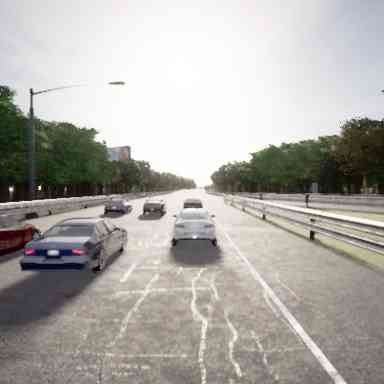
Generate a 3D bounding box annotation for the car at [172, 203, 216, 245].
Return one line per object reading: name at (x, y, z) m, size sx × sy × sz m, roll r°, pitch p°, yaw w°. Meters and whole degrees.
car at (0.098, 1.472, 15.238) m, size 1.812 × 1.442 × 4.674 m, roll 0°, pitch 0°, yaw 0°

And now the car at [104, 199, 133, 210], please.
car at (-6.905, 1.346, 31.485) m, size 1.994 × 1.385 × 4.181 m, roll 0°, pitch 1°, yaw 0°

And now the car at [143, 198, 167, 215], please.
car at (-3.406, 1.279, 30.938) m, size 2.128 × 1.511 × 4.902 m, roll 0°, pitch 1°, yaw 0°

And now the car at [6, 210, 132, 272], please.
car at (-3.404, 1.523, 10.673) m, size 2.033 × 1.411 × 5.357 m, roll 0°, pitch 0°, yaw 0°

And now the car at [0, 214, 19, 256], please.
car at (-6.901, 1.451, 11.128) m, size 1.882 × 1.535 × 5.008 m, roll 0°, pitch 0°, yaw 0°

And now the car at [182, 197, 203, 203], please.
car at (0.094, 1.249, 32.589) m, size 1.882 × 1.535 × 5.008 m, roll 0°, pitch 1°, yaw 0°
